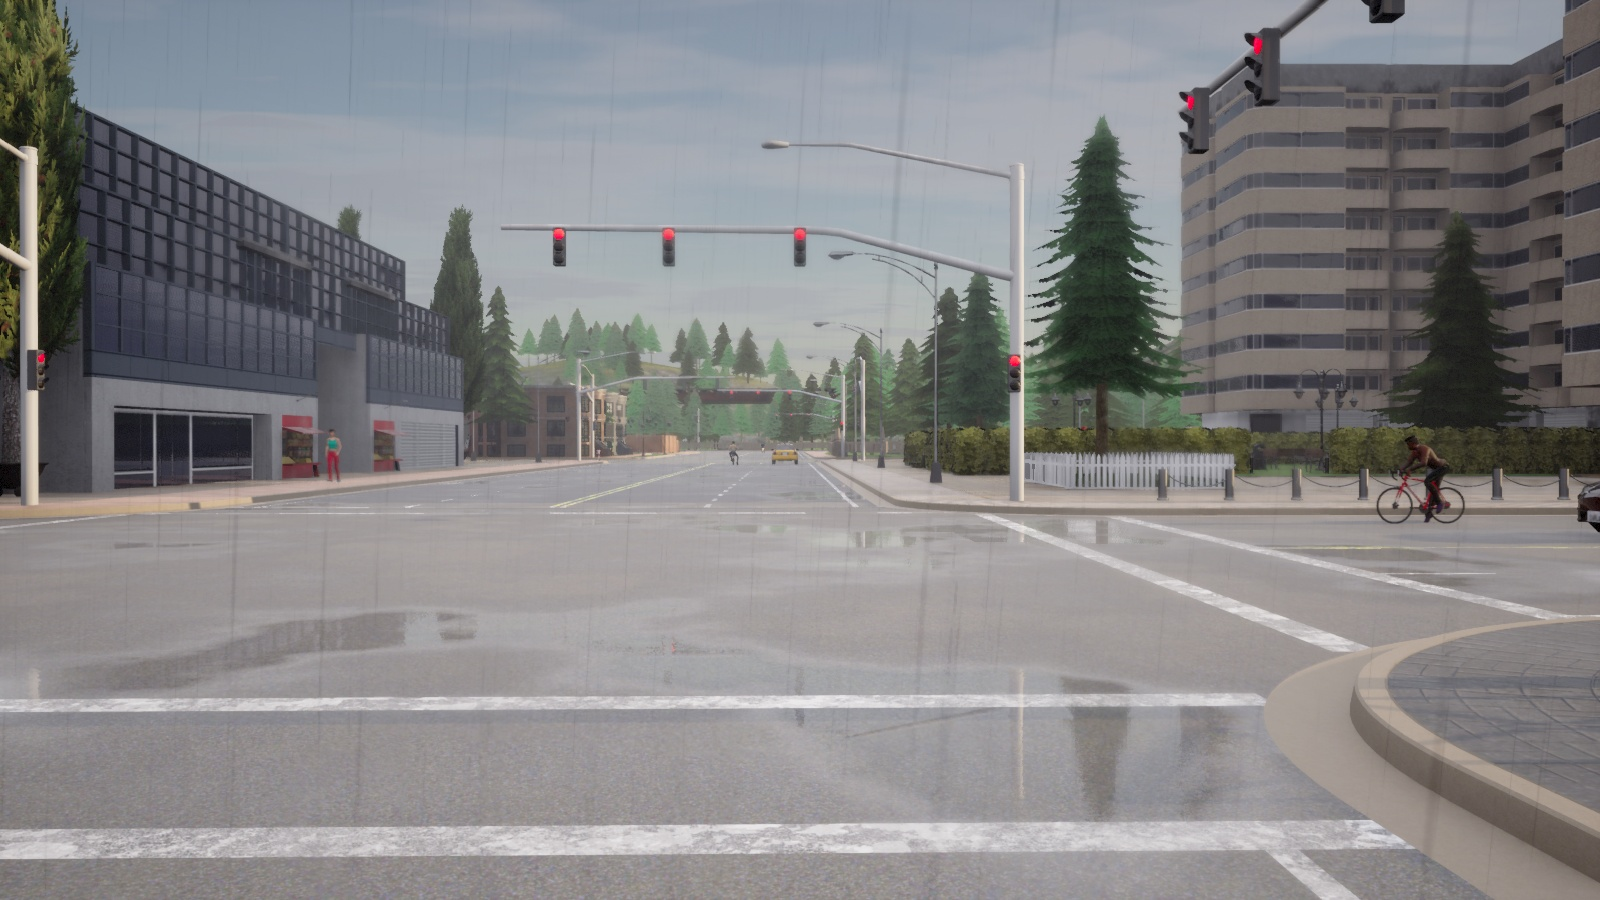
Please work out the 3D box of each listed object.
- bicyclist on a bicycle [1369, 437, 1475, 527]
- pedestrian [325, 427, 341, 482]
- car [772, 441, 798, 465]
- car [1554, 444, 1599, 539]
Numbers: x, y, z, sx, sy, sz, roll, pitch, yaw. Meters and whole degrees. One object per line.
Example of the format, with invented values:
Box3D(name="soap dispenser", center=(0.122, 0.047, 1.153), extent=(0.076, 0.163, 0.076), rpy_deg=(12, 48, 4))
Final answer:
Box3D(name="bicyclist on a bicycle", center=(11.414, 0.578, 23.080), extent=(1.656, 1.620, 0.582), rpy_deg=(0, 0, -1))
Box3D(name="pedestrian", center=(-15.919, 0.151, 42.790), extent=(0.345, 1.836, 0.594), rpy_deg=(0, 0, -1))
Box3D(name="car", center=(-1.048, 0.189, 87.747), extent=(1.801, 1.575, 5.366), rpy_deg=(0, 0, -1))
Box3D(name="car", center=(14.827, 0.647, 19.625), extent=(4.792, 1.488, 2.163), rpy_deg=(0, 0, -1))
